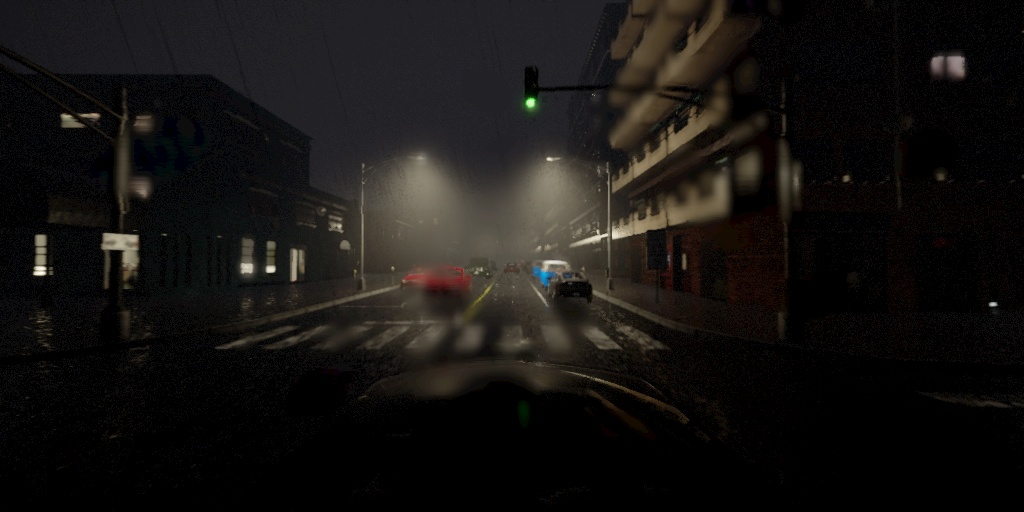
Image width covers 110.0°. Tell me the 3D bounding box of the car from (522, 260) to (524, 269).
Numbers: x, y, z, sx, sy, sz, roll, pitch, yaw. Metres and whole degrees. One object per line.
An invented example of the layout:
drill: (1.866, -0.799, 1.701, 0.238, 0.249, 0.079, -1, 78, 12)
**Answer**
car: (2.677, 1.590, 56.287, 1.948, 1.339, 4.313, 0, 0, 0)

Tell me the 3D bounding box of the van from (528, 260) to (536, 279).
van: (2.683, 1.260, 33.964, 1.690, 1.789, 3.998, 0, 0, 0)

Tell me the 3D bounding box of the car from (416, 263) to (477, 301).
car: (-3.100, 1.315, 18.099, 1.882, 1.535, 5.008, 0, 0, 0)

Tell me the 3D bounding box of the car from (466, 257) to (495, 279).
car: (-3.098, 1.136, 34.679, 2.150, 2.045, 5.566, 0, 1, 0)

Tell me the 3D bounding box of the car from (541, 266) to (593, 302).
car: (2.687, 1.383, 17.222, 2.007, 1.370, 4.403, 0, 0, 0)

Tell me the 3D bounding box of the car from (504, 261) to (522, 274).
car: (-0.012, 1.545, 46.709, 1.994, 1.385, 4.181, 0, 0, 0)

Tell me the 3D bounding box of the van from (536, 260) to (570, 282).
van: (2.685, 1.202, 22.801, 1.690, 1.789, 3.998, 0, 0, 0)

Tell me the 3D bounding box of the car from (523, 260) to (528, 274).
car: (2.679, 1.498, 45.294, 1.751, 1.417, 4.829, 0, 0, 0)

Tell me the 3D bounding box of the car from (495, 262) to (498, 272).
car: (-3.013, 1.484, 51.298, 1.882, 1.535, 5.008, 0, 0, 0)

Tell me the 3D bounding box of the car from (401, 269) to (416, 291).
car: (-5.695, 1.443, 22.764, 1.802, 1.307, 4.207, 0, 0, 0)
